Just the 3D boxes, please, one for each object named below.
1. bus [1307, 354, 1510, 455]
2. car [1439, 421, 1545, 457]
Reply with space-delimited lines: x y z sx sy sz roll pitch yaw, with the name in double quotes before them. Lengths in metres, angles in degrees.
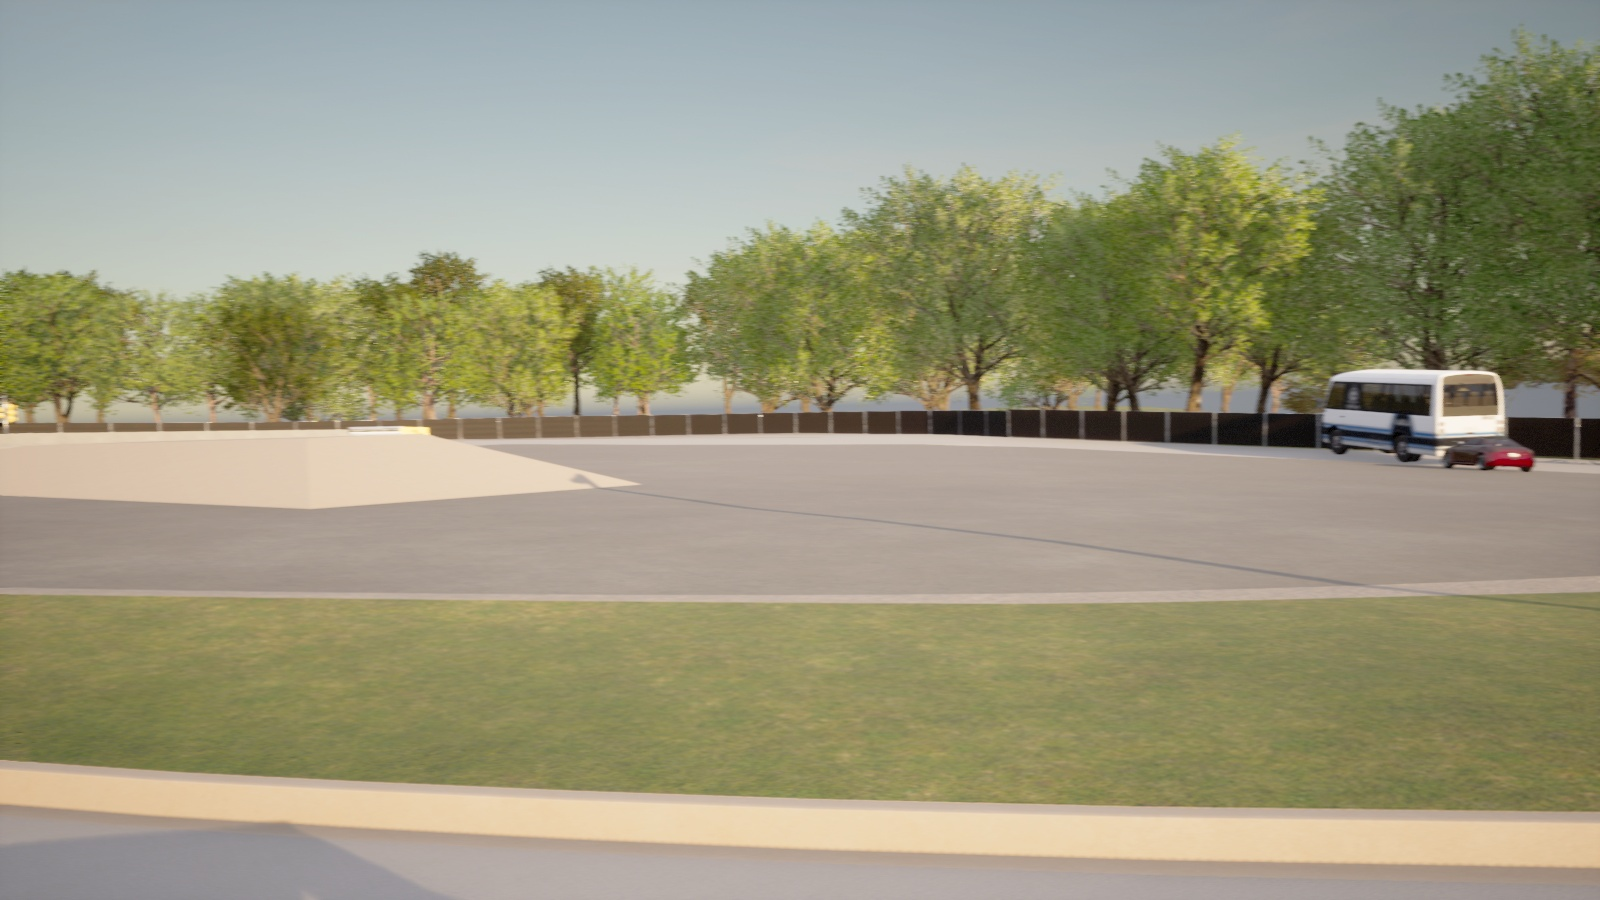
"bus" 29.044 -2.379 60.703 3.944 4.253 10.273 -3 4 -6
"car" 27.872 -0.468 50.755 1.994 1.385 4.181 1 1 0
